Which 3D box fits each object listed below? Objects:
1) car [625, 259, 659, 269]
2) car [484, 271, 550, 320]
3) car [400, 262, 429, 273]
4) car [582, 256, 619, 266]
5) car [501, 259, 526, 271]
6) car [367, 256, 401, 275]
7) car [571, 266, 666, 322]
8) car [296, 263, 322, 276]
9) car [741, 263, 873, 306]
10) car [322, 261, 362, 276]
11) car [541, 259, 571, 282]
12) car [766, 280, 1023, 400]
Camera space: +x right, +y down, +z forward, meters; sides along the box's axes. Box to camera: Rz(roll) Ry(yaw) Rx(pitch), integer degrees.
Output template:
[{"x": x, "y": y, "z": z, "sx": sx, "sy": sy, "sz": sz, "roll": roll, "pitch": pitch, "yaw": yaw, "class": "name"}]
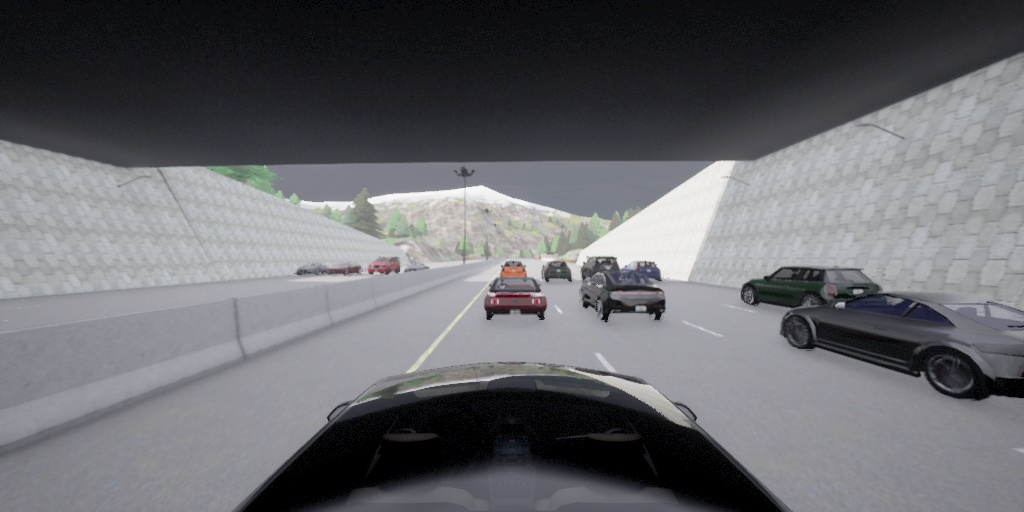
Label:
[{"x": 10.624, "y": 1.159, "z": 29.945, "sx": 2.097, "sy": 1.767, "sz": 4.553, "roll": 0, "pitch": 0, "yaw": 0, "class": "car"}, {"x": 0.105, "y": 1.373, "z": 12.742, "sx": 1.895, "sy": 1.301, "sz": 4.718, "roll": 0, "pitch": 0, "yaw": 0, "class": "car"}, {"x": -10.551, "y": 1.392, "z": 39.955, "sx": 1.994, "sy": 1.385, "sz": 4.181, "roll": 0, "pitch": 0, "yaw": 0, "class": "car"}, {"x": 7.124, "y": 1.028, "z": 29.280, "sx": 2.150, "sy": 2.045, "sz": 5.566, "roll": 0, "pitch": 0, "yaw": 0, "class": "car"}, {"x": 0.124, "y": 1.160, "z": 29.927, "sx": 2.097, "sy": 1.767, "sz": 4.553, "roll": 0, "pitch": 0, "yaw": 0, "class": "car"}, {"x": -14.053, "y": 1.049, "z": 39.882, "sx": 2.150, "sy": 2.045, "sz": 5.566, "roll": 0, "pitch": 0, "yaw": 0, "class": "car"}, {"x": 3.605, "y": 1.263, "z": 12.437, "sx": 2.128, "sy": 1.511, "sz": 4.902, "roll": 0, "pitch": 0, "yaw": 0, "class": "car"}, {"x": -21.056, "y": 1.389, "z": 38.195, "sx": 1.994, "sy": 1.385, "sz": 4.181, "roll": 0, "pitch": 0, "yaw": 0, "class": "car"}, {"x": 10.605, "y": 1.125, "z": 13.103, "sx": 2.097, "sy": 1.767, "sz": 4.553, "roll": 0, "pitch": 0, "yaw": 0, "class": "car"}, {"x": -17.558, "y": 1.302, "z": 37.837, "sx": 1.882, "sy": 1.535, "sz": 5.008, "roll": 0, "pitch": 0, "yaw": 0, "class": "car"}, {"x": 3.624, "y": 1.160, "z": 29.930, "sx": 2.097, "sy": 1.767, "sz": 4.553, "roll": 0, "pitch": 0, "yaw": 0, "class": "car"}, {"x": 7.100, "y": 1.323, "z": 6.452, "sx": 1.994, "sy": 1.385, "sz": 4.181, "roll": 0, "pitch": 0, "yaw": 0, "class": "car"}]
